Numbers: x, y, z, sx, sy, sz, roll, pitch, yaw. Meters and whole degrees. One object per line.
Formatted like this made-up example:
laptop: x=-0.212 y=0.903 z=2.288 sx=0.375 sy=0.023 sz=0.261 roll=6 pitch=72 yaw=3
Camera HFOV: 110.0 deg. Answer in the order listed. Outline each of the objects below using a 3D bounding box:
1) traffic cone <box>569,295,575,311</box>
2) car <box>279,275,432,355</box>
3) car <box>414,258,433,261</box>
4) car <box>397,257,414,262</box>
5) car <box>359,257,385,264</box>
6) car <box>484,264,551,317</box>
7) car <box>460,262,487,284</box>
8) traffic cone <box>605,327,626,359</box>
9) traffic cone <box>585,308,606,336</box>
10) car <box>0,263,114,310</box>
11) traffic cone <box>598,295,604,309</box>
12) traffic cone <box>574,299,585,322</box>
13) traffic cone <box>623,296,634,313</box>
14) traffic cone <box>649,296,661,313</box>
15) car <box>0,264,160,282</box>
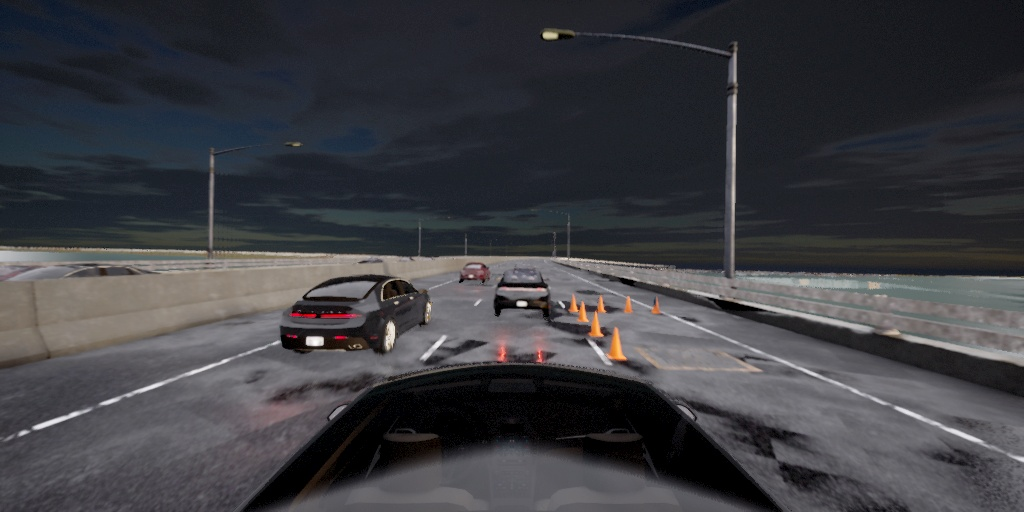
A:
traffic cone: x=2.260 y=1.725 z=13.207 sx=0.340 sy=0.580 sz=0.340 roll=0 pitch=0 yaw=2
car: x=-3.272 y=1.191 z=8.514 sx=1.837 sy=1.490 sz=4.892 roll=1 pitch=0 yaw=2
car: x=-12.262 y=0.989 z=52.337 sx=1.812 sy=1.442 sz=4.674 roll=1 pitch=0 yaw=3
car: x=-15.714 y=0.931 z=53.342 sx=1.812 sy=1.442 sz=4.674 roll=1 pitch=0 yaw=3
car: x=-19.379 y=0.900 z=49.939 sx=2.033 sy=1.411 sz=5.357 roll=1 pitch=0 yaw=3
car: x=0.377 y=1.230 z=13.217 sx=2.128 sy=1.511 sz=4.902 roll=1 pitch=0 yaw=2
car: x=-2.668 y=1.193 z=26.381 sx=1.812 sy=1.442 sz=4.674 roll=1 pitch=0 yaw=2
traffic cone: x=2.083 y=1.731 z=7.210 sx=0.340 sy=0.580 sz=0.340 roll=0 pitch=0 yaw=2
traffic cone: x=2.143 y=1.729 z=9.209 sx=0.340 sy=0.580 sz=0.340 roll=0 pitch=0 yaw=2
car: x=-17.349 y=1.011 z=12.608 sx=1.994 sy=1.385 sz=4.181 roll=1 pitch=0 yaw=2
traffic cone: x=3.259 y=1.741 z=13.178 sx=0.340 sy=0.580 sz=0.340 roll=0 pitch=0 yaw=2
traffic cone: x=2.201 y=1.727 z=11.208 sx=0.340 sy=0.580 sz=0.340 roll=0 pitch=0 yaw=2
traffic cone: x=4.259 y=1.758 z=13.148 sx=0.340 sy=0.580 sz=0.340 roll=0 pitch=0 yaw=2
traffic cone: x=5.258 y=1.774 z=13.119 sx=0.340 sy=0.580 sz=0.340 roll=0 pitch=0 yaw=2
car: x=-13.888 y=1.011 z=11.342 sx=1.837 sy=1.490 sz=4.892 roll=1 pitch=0 yaw=2
